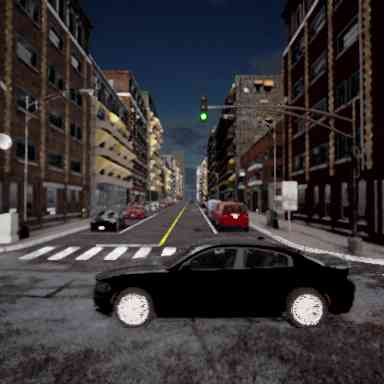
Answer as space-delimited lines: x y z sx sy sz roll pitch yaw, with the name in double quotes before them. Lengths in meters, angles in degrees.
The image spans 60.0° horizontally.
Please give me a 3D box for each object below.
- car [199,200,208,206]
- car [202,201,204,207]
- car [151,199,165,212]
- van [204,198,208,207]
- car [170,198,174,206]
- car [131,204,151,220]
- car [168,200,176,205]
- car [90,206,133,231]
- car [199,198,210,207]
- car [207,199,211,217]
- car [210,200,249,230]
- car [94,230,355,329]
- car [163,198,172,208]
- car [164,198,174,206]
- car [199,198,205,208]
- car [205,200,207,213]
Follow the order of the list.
"car" 2.709 2.611 78.349 1.887 1.381 4.507 1 -1 0
"car" 2.707 2.200 45.208 1.802 1.307 4.206 1 -1 0
"car" -5.673 2.235 50.732 2.008 1.369 4.403 1 -1 0
"van" 2.710 1.889 39.688 1.690 1.788 3.998 1 -1 0
"car" -5.667 2.296 72.827 2.192 1.841 5.009 1 -1 0
"car" -5.674 2.018 34.163 1.887 1.381 4.507 1 -1 0
"car" -5.670 2.870 94.915 1.947 1.339 4.313 1 -1 0
"car" -5.675 1.908 23.115 1.947 1.339 4.313 1 -1 0
"car" 2.713 2.303 72.828 2.192 1.841 5.009 1 -1 0
"car" 2.710 1.728 28.644 2.192 1.841 5.009 1 -1 0
"car" 2.709 1.664 23.120 2.192 1.841 5.009 1 -1 0
"car" 0.584 1.674 6.748 5.008 1.535 1.882 0 -2 0
"car" -5.672 2.487 67.299 1.802 1.307 4.206 1 -1 0
"car" -5.667 2.454 83.875 2.192 1.841 5.009 1 -1 0
"car" 2.709 2.477 67.300 1.947 1.339 4.313 1 -1 0
"car" 2.708 1.920 34.167 1.967 1.590 4.097 1 -1 0
